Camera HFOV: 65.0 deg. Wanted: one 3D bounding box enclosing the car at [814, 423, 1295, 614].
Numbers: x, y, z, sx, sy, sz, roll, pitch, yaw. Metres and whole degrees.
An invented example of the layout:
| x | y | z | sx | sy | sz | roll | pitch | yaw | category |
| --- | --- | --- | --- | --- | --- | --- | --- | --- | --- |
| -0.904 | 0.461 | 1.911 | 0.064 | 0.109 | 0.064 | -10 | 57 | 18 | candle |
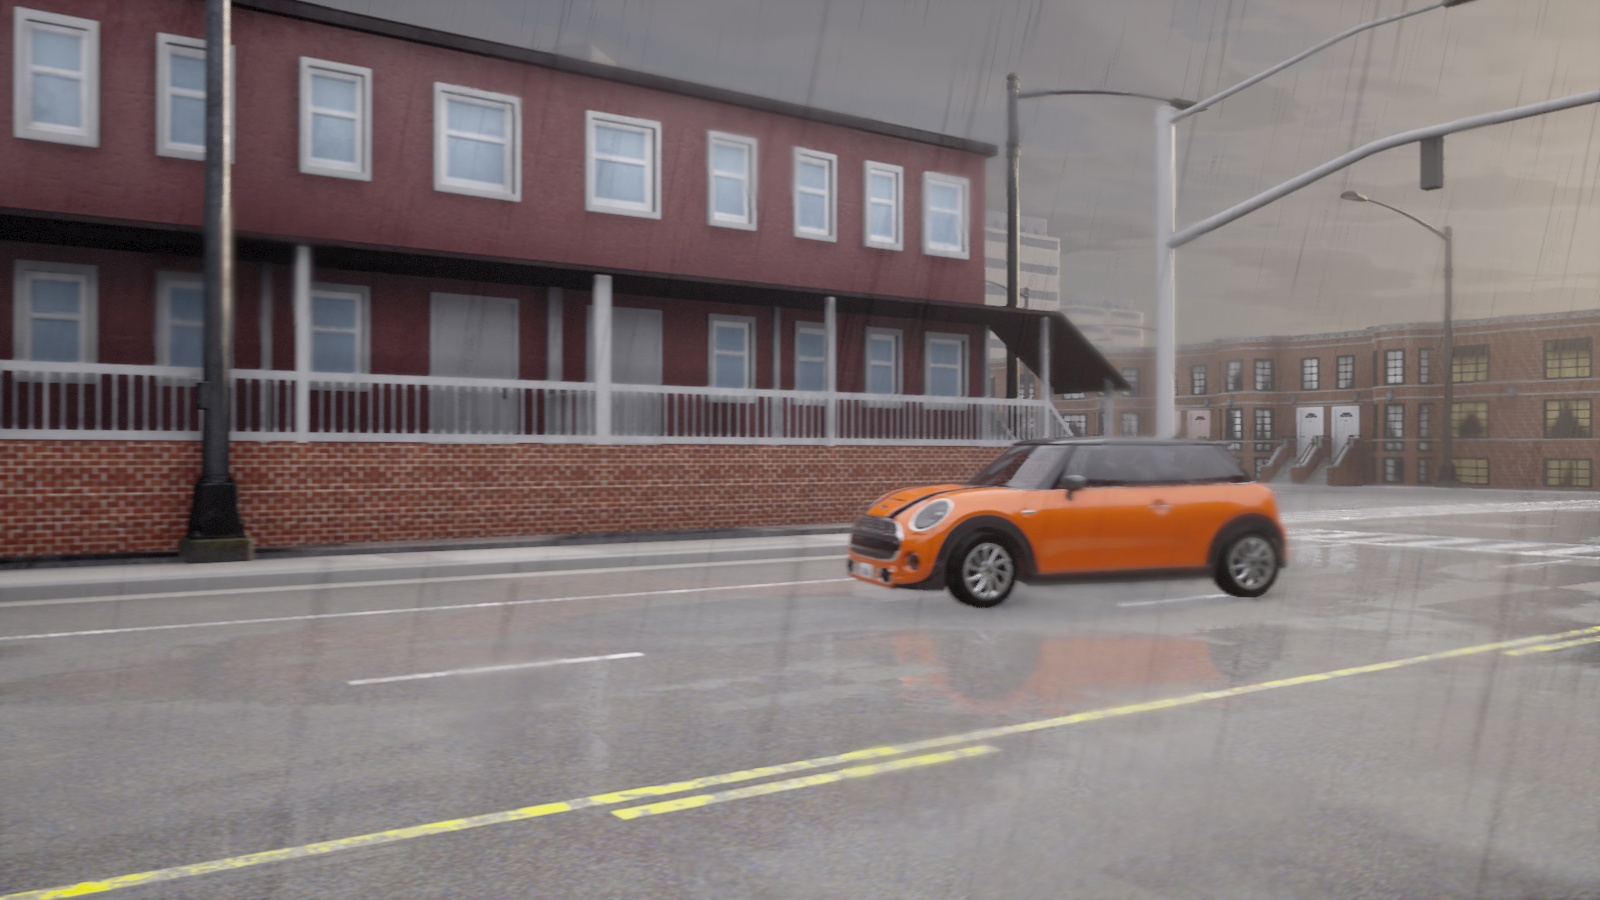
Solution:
| x | y | z | sx | sy | sz | roll | pitch | yaw | category |
| --- | --- | --- | --- | --- | --- | --- | --- | --- | --- |
| 2.645 | 0.630 | 13.320 | 4.553 | 1.767 | 2.097 | 0 | 0 | -18 | car |
